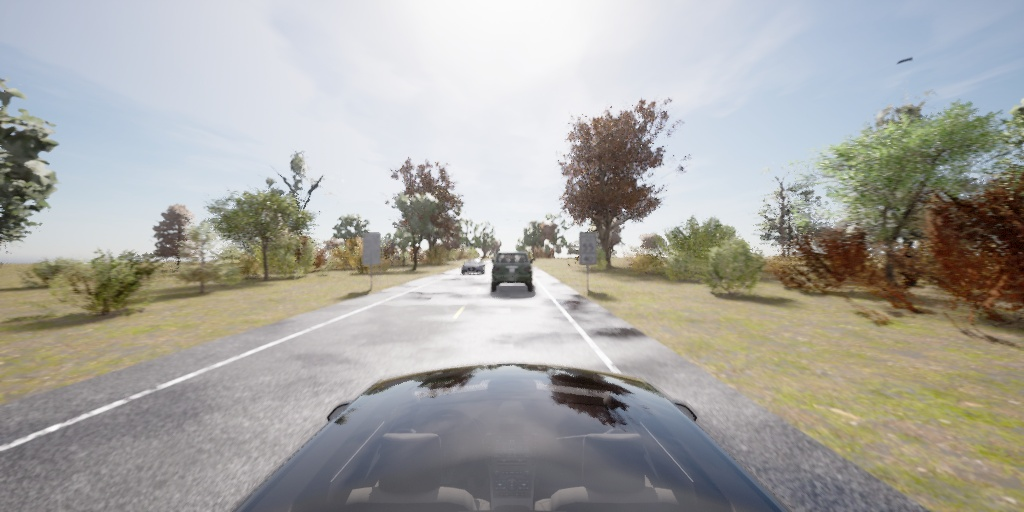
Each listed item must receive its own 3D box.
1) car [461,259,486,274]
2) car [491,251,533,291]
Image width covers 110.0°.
[{"bbox_3d":[-3.520,0.960,33.391,1.994,1.385,4.181,0,0,0],"label":"car"},{"bbox_3d":[0.016,0.753,19.983,2.150,2.045,5.566,0,1,0],"label":"car"}]
